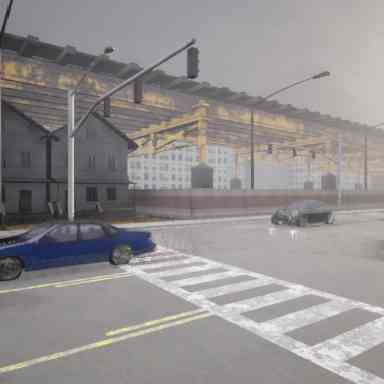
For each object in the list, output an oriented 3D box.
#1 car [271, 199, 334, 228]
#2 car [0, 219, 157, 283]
[{"bbox_3d":[7.365,1.352,22.125,4.553,1.767,2.097,0,0,-35],"label":"car"},{"bbox_3d":[-3.727,1.547,9.929,5.357,1.411,2.033,0,0,-35],"label":"car"}]
